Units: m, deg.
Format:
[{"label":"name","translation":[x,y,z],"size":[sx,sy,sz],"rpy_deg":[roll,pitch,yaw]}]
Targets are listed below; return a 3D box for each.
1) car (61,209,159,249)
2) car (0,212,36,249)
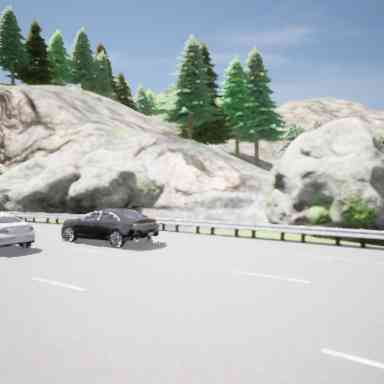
[{"label":"car","translation":[-3.704,1.492,14.636],"size":[4.902,1.511,2.128],"rpy_deg":[0,0,32]},{"label":"car","translation":[-8.203,1.539,13.291],"size":[4.674,1.442,1.812],"rpy_deg":[0,0,31]}]
